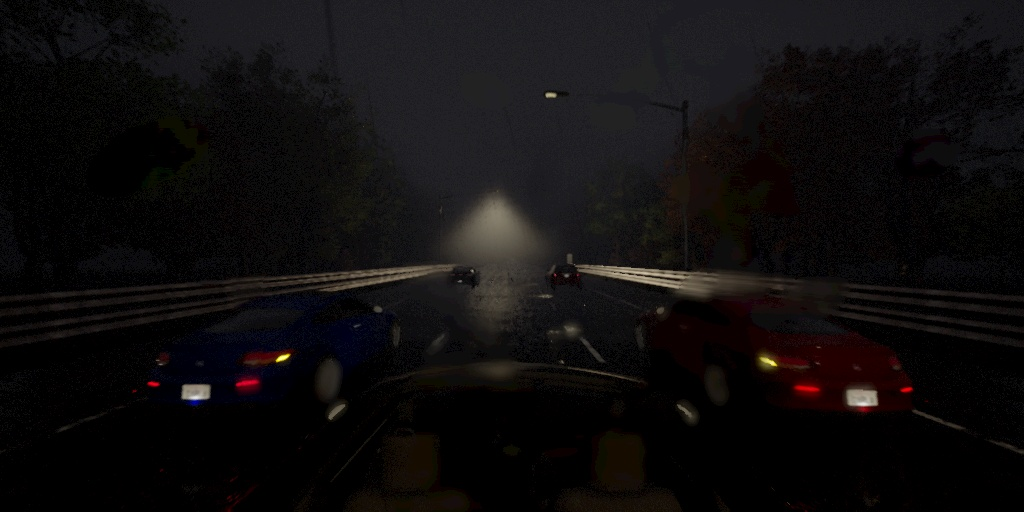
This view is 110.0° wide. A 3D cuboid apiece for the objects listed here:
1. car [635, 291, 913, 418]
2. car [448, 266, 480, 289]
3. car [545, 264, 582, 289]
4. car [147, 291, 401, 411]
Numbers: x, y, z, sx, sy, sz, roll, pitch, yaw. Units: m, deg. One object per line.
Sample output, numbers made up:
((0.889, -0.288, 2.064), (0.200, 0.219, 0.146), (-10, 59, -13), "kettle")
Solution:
((3.602, 1.318, 5.990), (1.812, 1.442, 4.674), (0, -1, 0), "car")
((-3.393, 1.489, 25.973), (2.128, 1.511, 4.902), (0, -1, 0), "car")
((3.607, 1.346, 25.726), (2.097, 1.767, 4.553), (0, -1, 0), "car")
((-3.398, 1.320, 6.163), (1.812, 1.442, 4.674), (0, -1, 0), "car")
